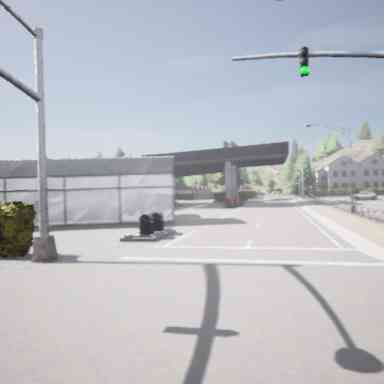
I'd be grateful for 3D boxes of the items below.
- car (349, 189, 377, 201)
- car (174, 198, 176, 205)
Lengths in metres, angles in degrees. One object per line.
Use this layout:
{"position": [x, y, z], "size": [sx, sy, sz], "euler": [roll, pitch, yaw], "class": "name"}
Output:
{"position": [26.886, 0.641, 52.335], "size": [3.806, 1.475, 1.970], "euler": [-2, 0, 14], "class": "car"}
{"position": [-4.598, 1.770, 64.053], "size": [2.242, 1.667, 4.611], "euler": [-2, 0, 14], "class": "car"}
